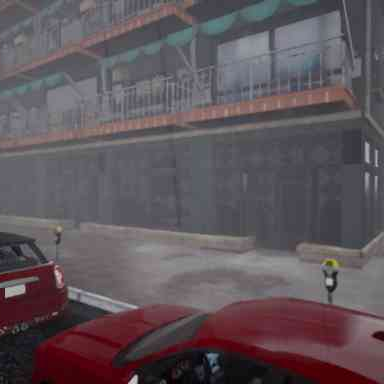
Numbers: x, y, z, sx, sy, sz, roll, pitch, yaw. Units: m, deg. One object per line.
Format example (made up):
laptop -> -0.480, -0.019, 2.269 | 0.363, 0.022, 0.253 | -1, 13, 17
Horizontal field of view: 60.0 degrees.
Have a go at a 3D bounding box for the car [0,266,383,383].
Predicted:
car -> 0.569, 1.536, 2.469 | 4.507, 1.381, 1.887 | 1, 0, 35

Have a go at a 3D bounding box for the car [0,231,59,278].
car -> -4.022, 1.373, 5.738 | 4.097, 1.590, 1.967 | 1, 0, 35
